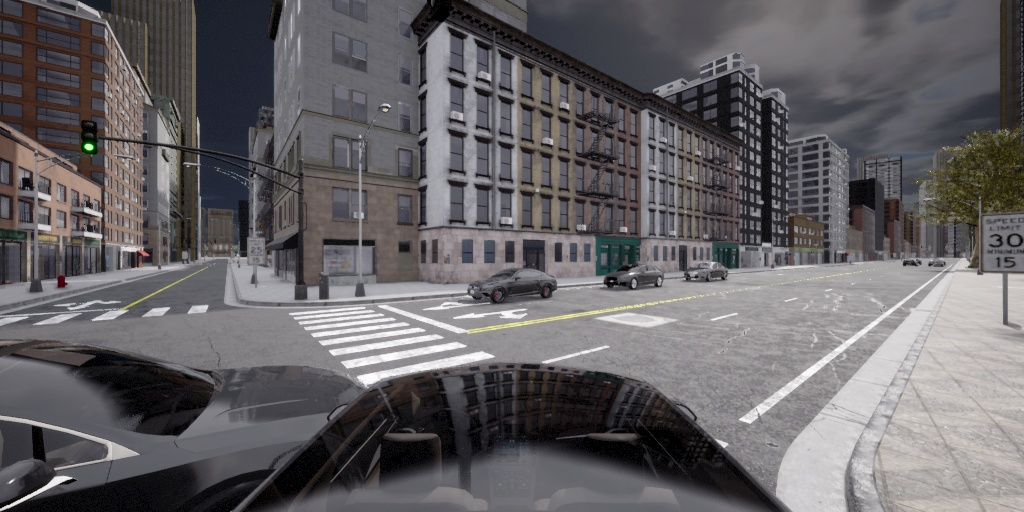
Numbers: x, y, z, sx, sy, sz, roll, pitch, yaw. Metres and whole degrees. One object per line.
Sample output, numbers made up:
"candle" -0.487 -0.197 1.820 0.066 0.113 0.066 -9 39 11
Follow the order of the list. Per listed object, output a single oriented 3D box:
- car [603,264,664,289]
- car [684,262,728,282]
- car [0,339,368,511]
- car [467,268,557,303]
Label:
"car" 7.876 1.260 22.995 4.892 1.490 1.837 0 0 -38
"car" 15.949 1.238 29.386 4.902 1.511 2.128 0 0 -38
"car" -3.206 1.257 1.906 4.892 1.490 1.837 0 0 -34
"car" 0.124 1.288 16.846 4.674 1.442 1.812 0 0 -38
